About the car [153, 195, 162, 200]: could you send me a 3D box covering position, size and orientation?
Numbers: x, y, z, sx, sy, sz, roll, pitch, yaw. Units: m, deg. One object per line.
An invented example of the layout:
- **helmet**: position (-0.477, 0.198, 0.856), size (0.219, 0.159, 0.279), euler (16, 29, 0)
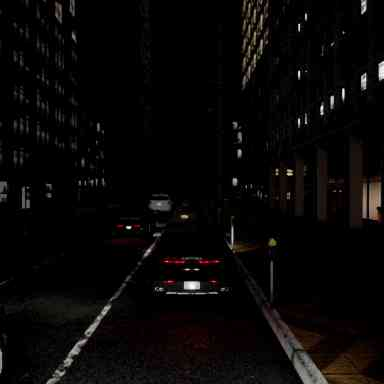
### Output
- **car**: position (-8.836, 1.438, 85.694), size (2.008, 1.369, 4.403), euler (0, 0, 0)

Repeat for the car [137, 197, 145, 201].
- **car**: position (-6.241, 1.453, 48.762), size (2.128, 1.511, 4.902), euler (0, 0, 0)

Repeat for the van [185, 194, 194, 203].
- **van**: position (-0.456, 1.266, 68.597), size (1.690, 1.788, 3.998), euler (0, 0, 0)

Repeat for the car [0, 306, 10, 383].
- **car**: position (-3.052, 1.477, 1.874), size (1.882, 1.535, 5.008), euler (0, 0, 0)

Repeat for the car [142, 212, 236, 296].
- **car**: position (0.000, 1.502, 8.650), size (1.837, 1.490, 4.892), euler (0, 0, 0)

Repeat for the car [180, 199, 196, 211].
- **car**: position (-0.456, 1.557, 40.107), size (1.802, 1.307, 4.206), euler (0, 0, 0)

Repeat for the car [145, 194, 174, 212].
- **car**: position (-3.047, 1.205, 33.642), size (2.150, 2.045, 5.566), euler (0, 0, 0)

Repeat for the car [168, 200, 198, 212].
- **car**: position (-0.457, 1.518, 23.180), size (1.752, 1.417, 4.829), euler (0, 0, 0)

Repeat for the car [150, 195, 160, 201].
- **car**: position (-8.836, 1.483, 79.997), size (1.802, 1.307, 4.206), euler (0, 0, 0)

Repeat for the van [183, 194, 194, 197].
- **van**: position (-0.457, 1.307, 45.805), size (1.690, 1.788, 3.998), euler (0, 0, 0)

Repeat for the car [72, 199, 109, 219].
- **car**: position (-8.838, 1.513, 28.540), size (1.752, 1.417, 4.829), euler (0, 0, 0)

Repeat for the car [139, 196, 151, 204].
- **car**: position (-8.837, 1.517, 62.901), size (1.802, 1.307, 4.206), euler (0, 0, 0)

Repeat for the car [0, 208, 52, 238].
- **car**: position (-8.838, 1.546, 17.314), size (2.008, 1.369, 4.403), euler (0, 0, 0)

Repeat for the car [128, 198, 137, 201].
- **car**: position (-8.837, 1.523, 51.504), size (1.947, 1.339, 4.313), euler (0, 0, 0)

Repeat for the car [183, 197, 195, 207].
- **car**: position (-0.456, 1.501, 51.503), size (1.887, 1.381, 4.507), euler (0, 0, 0)

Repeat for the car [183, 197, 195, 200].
- **car**: position (-0.457, 1.533, 34.409), size (2.008, 1.369, 4.403), euler (0, 0, 0)

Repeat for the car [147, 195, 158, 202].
- **car**: position (-8.837, 1.458, 74.298), size (1.887, 1.381, 4.507), euler (0, 0, 0)

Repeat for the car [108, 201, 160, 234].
- **car**: position (-3.146, 1.499, 18.954), size (1.837, 1.490, 4.892), euler (0, 0, 0)

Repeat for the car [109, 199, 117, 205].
- **car**: position (-8.838, 1.422, 34.411), size (1.967, 1.590, 4.097), euler (0, 0, 0)
